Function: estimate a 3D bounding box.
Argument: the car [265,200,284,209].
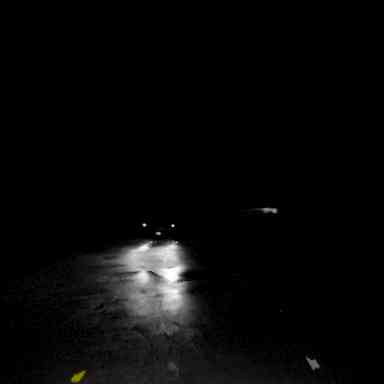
[{"bbox_3d":[14.033,2.110,56.491,1.895,1.301,4.718,2,1,33],"label":"car"}]

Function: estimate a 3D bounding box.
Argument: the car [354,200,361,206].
[{"bbox_3d":[38.330,2.545,79.302,5.008,1.535,1.882,1,2,-36],"label":"car"}]

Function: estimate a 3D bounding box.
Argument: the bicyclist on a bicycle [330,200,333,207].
[{"bbox_3d":[29.270,2.412,69.608,0.866,1.612,1.509,4,3,44],"label":"bicyclist on a bicycle"}]

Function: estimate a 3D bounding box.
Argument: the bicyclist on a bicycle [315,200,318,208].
[{"bbox_3d":[23.563,2.286,63.108,0.582,1.620,1.656,3,1,39],"label":"bicyclist on a bicycle"}]

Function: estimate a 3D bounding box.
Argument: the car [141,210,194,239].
[{"bbox_3d":[-1.224,1.706,18.185,1.895,1.301,4.718,1,0,11],"label":"car"}]
